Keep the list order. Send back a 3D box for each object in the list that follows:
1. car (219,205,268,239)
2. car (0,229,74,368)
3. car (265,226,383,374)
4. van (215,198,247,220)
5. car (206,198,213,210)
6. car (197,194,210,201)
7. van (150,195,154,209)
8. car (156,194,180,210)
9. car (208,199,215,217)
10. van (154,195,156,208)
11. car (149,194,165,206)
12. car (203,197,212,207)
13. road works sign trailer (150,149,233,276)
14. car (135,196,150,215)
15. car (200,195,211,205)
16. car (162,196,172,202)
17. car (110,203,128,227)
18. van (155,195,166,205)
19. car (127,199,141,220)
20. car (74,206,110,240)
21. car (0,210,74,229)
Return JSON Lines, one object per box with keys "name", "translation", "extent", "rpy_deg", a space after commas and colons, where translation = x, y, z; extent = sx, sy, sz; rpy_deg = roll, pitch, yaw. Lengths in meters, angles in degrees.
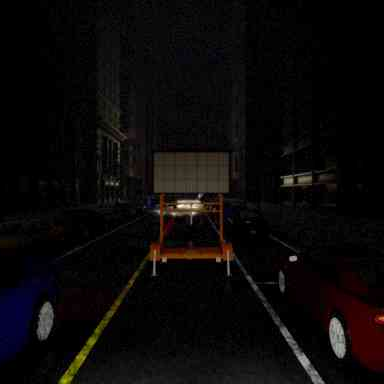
{"name": "car", "translation": [2.729, 1.554, 16.952], "extent": [2.008, 1.369, 4.403], "rpy_deg": [0, 0, 0]}
{"name": "car", "translation": [-3.104, 1.477, 3.492], "extent": [1.882, 1.535, 5.008], "rpy_deg": [0, 0, 0]}
{"name": "car", "translation": [2.753, 1.545, 5.680], "extent": [1.887, 1.381, 4.507], "rpy_deg": [0, 0, 0]}
{"name": "van", "translation": [2.717, 1.347, 22.588], "extent": [1.690, 1.788, 3.998], "rpy_deg": [0, 0, 0]}
{"name": "car", "translation": [2.694, 1.595, 33.861], "extent": [1.802, 1.307, 4.206], "rpy_deg": [0, 0, 0]}
{"name": "car", "translation": [2.636, 1.359, 62.042], "extent": [2.192, 1.841, 5.009], "rpy_deg": [0, 0, 0]}
{"name": "van", "translation": [-5.843, 1.359, 39.464], "extent": [1.690, 1.788, 3.998], "rpy_deg": [0, 0, 0]}
{"name": "car", "translation": [-3.186, 1.244, 44.683], "extent": [2.150, 2.045, 5.566], "rpy_deg": [0, 0, 0]}
{"name": "car", "translation": [2.706, 1.560, 28.225], "extent": [2.008, 1.369, 4.403], "rpy_deg": [0, 0, 0]}
{"name": "van", "translation": [-5.854, 1.365, 45.101], "extent": [1.690, 1.788, 3.998], "rpy_deg": [0, 0, 0]}
{"name": "car", "translation": [-5.877, 1.352, 56.373], "extent": [2.192, 1.841, 5.009], "rpy_deg": [0, 0, 0]}
{"name": "car", "translation": [2.683, 1.569, 39.497], "extent": [2.008, 1.369, 4.403], "rpy_deg": [0, 0, 0]}
{"name": "road works sign trailer", "translation": [-0.018, 0.465, 10.331], "extent": [2.380, 3.560, 2.880], "rpy_deg": [0, 0, 0]}
{"name": "car", "translation": [-5.831, 1.453, 33.828], "extent": [1.967, 1.590, 4.097], "rpy_deg": [0, 0, 0]}
{"name": "car", "translation": [2.660, 1.575, 50.769], "extent": [1.887, 1.381, 4.507], "rpy_deg": [0, 0, 0]}
{"name": "car", "translation": [-5.923, 1.615, 78.920], "extent": [1.887, 1.381, 4.507], "rpy_deg": [0, 0, 0]}
{"name": "car", "translation": [-5.807, 1.587, 22.555], "extent": [1.802, 1.307, 4.206], "rpy_deg": [0, 0, 0]}
{"name": "van", "translation": [-5.889, 1.385, 62.009], "extent": [1.690, 1.788, 3.998], "rpy_deg": [0, 0, 0]}
{"name": "car", "translation": [-5.819, 1.575, 28.191], "extent": [1.947, 1.339, 4.313], "rpy_deg": [0, 0, 0]}
{"name": "car", "translation": [-5.796, 1.569, 16.917], "extent": [1.947, 1.339, 4.313], "rpy_deg": [0, 0, 0]}
{"name": "car", "translation": [-5.784, 1.526, 11.111], "extent": [1.752, 1.417, 4.829], "rpy_deg": [0, 0, 0]}
